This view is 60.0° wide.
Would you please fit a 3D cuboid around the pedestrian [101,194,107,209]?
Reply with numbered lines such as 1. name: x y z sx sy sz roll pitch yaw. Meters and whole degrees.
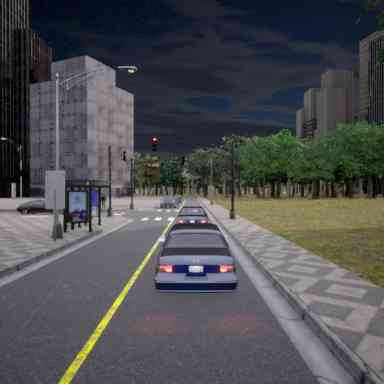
1. pedestrian: -10.138 1.050 38.174 0.375 1.860 0.375 0 0 1

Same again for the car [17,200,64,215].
1. car: -14.395 1.477 32.060 4.674 1.442 1.812 0 0 2

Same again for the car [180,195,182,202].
1. car: -3.168 1.431 55.077 2.128 1.511 4.902 0 0 0

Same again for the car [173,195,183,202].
1. car: -3.158 1.421 75.158 2.128 1.511 4.902 0 0 0

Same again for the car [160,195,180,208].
1. car: -3.161 1.306 45.923 2.097 1.767 4.553 0 0 0

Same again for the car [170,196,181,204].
1. car: -3.148 1.486 64.999 1.994 1.385 4.181 0 0 0

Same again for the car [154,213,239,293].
1. car: 0.080 1.545 8.987 2.033 1.411 5.357 0 0 0

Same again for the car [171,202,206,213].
1. car: 0.050 1.538 19.322 2.033 1.411 5.357 0 0 1
